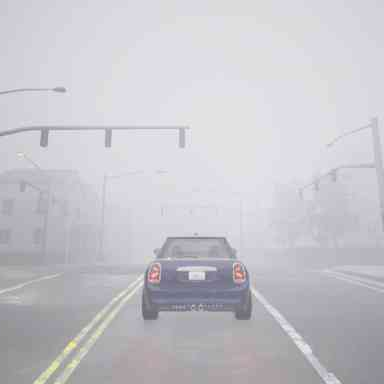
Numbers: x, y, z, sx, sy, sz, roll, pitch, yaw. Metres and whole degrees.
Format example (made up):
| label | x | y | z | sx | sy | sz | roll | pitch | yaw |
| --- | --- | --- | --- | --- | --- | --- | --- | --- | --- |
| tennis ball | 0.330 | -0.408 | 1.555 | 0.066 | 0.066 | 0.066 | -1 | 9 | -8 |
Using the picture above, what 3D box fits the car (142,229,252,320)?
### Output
| label | x | y | z | sx | sy | sz | roll | pitch | yaw |
| --- | --- | --- | --- | --- | --- | --- | --- | --- | --- |
| car | 0.087 | 1.809 | 8.247 | 2.097 | 1.767 | 4.553 | 0 | -7 | 0 |
